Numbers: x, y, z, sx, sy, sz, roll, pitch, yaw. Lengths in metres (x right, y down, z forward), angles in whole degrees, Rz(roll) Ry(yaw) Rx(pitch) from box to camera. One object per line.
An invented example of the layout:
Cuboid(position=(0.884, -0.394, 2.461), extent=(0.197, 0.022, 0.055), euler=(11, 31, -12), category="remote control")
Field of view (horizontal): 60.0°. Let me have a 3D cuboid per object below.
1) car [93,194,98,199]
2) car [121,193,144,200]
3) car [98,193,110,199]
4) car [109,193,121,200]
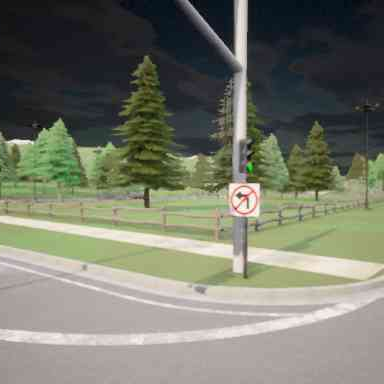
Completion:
Cuboid(position=(-21.261, 0.985, 78.779), extent=(2.128, 1.511, 4.902), euler=(1, 0, 35), category="car")
Cuboid(position=(-12.650, 0.893, 72.768), extent=(2.097, 1.767, 4.553), euler=(1, 0, 35), category="car")
Cuboid(position=(-18.396, 1.011, 76.767), extent=(2.128, 1.511, 4.902), euler=(1, 0, 35), category="car")
Cuboid(position=(-15.550, 1.107, 74.731), extent=(1.895, 1.301, 4.718), euler=(1, 0, 35), category="car")
